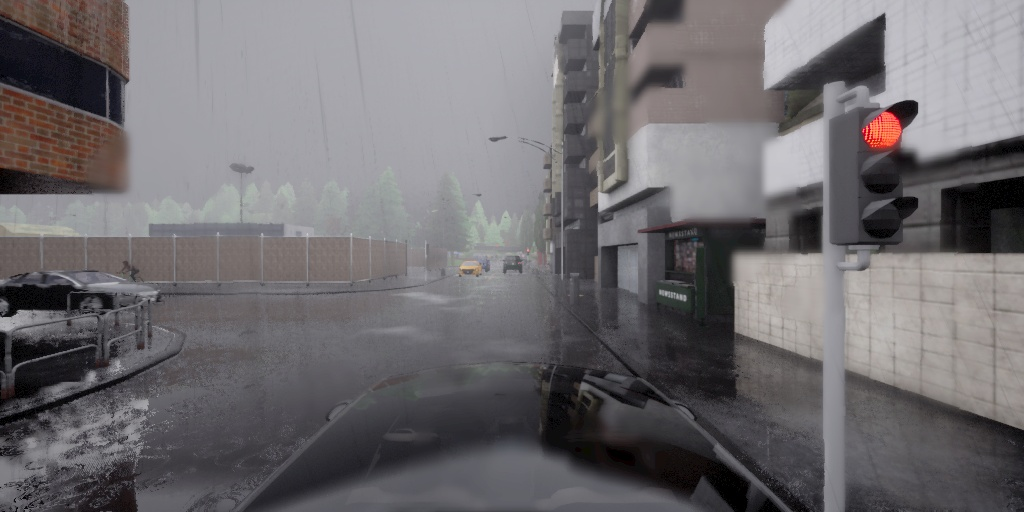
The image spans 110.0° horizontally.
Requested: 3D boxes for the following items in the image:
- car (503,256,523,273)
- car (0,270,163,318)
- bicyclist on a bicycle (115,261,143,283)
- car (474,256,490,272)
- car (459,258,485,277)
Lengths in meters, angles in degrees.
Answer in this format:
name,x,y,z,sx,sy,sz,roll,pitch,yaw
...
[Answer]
name,x,y,z,sx,sy,sz,roll,pitch,yaw
car,0.095,0.971,42.692,2.150,2.045,5.566,0,0,0
car,-14.994,1.242,12.359,4.902,1.511,2.128,0,0,-1
bicyclist on a bicycle,-22.177,1.099,20.723,0.582,1.620,1.656,0,0,0
car,-4.072,0.971,46.517,2.150,2.045,5.566,0,0,0
car,-4.105,1.228,35.815,1.882,1.535,5.008,0,0,0
